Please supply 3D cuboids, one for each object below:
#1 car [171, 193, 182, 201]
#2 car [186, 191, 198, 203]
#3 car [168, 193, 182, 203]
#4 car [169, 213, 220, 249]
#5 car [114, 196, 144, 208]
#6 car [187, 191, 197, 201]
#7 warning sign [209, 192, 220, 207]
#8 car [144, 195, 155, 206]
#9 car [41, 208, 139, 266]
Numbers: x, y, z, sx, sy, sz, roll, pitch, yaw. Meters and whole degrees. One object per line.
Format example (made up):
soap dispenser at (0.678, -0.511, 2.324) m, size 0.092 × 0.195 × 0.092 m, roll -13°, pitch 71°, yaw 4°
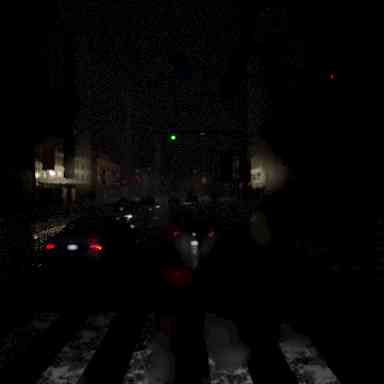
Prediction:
car at (-3.254, 1.051, 69.443) m, size 2.128 × 1.511 × 4.902 m, roll 0°, pitch 0°, yaw 0°
car at (-0.003, 1.086, 59.410) m, size 2.097 × 1.767 × 4.553 m, roll 0°, pitch 0°, yaw 0°
car at (-3.253, 1.299, 59.441) m, size 1.994 × 1.385 × 4.181 m, roll 0°, pitch 0°, yaw 0°
car at (0.091, 1.528, 14.211) m, size 1.895 × 1.301 × 4.718 m, roll 0°, pitch 0°, yaw 0°
car at (-6.596, 1.334, 33.626) m, size 2.128 × 1.511 × 4.902 m, roll 0°, pitch 1°, yaw 0°
car at (-0.004, 0.751, 69.472) m, size 2.150 × 2.045 × 5.566 m, roll 0°, pitch 0°, yaw 0°
warning sign at (2.851, 0.923, 41.974) m, size 1.300 × 1.860 × 1.060 m, roll 0°, pitch 0°, yaw 0°
car at (-6.583, 1.256, 48.802) m, size 1.882 × 1.535 × 5.008 m, roll 0°, pitch 0°, yaw 0°
car at (-3.159, 1.498, 11.309) m, size 2.033 × 1.411 × 5.357 m, roll 0°, pitch 0°, yaw 0°
